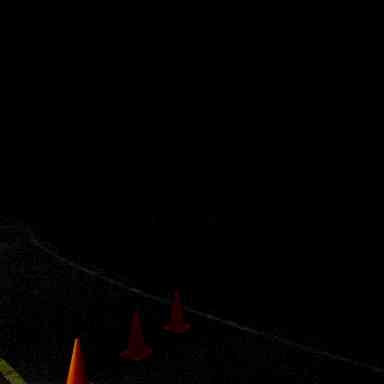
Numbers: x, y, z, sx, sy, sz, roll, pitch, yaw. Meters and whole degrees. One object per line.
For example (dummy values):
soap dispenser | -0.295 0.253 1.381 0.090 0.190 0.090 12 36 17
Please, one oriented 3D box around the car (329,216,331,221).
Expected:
car | 35.606 6.632 82.740 1.851 1.617 3.988 -4 -3 4

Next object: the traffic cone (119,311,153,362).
traffic cone | -0.765 1.938 4.590 0.340 0.580 0.340 1 1 31

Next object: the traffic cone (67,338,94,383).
traffic cone | -1.284 1.945 3.740 0.340 0.580 0.340 1 1 31

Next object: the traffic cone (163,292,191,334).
traffic cone | -0.245 1.931 5.441 0.340 0.580 0.340 1 1 31
